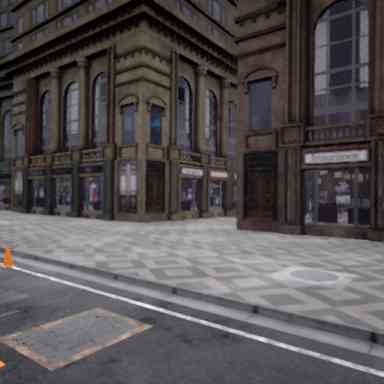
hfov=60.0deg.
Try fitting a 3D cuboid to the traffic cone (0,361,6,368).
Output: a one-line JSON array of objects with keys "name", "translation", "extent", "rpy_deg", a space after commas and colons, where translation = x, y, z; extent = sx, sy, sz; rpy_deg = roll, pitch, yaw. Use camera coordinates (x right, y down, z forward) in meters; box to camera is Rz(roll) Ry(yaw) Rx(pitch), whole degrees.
[{"name": "traffic cone", "translation": [-2.656, 1.974, 4.306], "extent": [0.340, 0.580, 0.340], "rpy_deg": [0, -1, 37]}]

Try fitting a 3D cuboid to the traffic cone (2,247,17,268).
[{"name": "traffic cone", "translation": [-5.669, 2.001, 10.299], "extent": [0.340, 0.580, 0.340], "rpy_deg": [0, -1, 37]}]
